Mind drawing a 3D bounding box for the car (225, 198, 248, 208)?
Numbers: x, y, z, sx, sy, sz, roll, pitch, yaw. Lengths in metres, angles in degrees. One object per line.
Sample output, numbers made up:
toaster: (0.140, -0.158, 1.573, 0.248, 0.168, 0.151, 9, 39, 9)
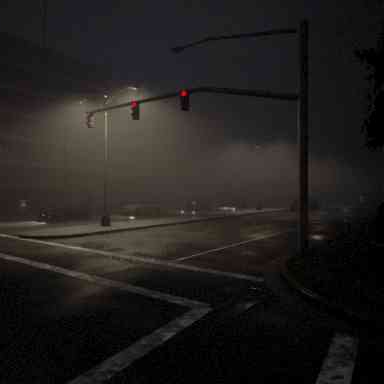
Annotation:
car: (6.616, 1.564, 49.394, 1.994, 1.385, 4.181, 0, 0, 35)

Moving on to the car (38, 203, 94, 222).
car: (-9.974, 1.564, 26.540, 1.994, 1.385, 4.181, 0, 0, 36)

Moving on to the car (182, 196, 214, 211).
car: (0.779, 1.352, 41.364, 2.097, 1.767, 4.553, 0, 0, 36)

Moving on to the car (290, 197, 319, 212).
car: (13.057, 1.352, 38.377, 2.097, 1.767, 4.553, 0, 0, 36)

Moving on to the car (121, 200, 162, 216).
car: (-4.951, 1.524, 33.467, 1.812, 1.442, 4.674, 0, 0, 36)

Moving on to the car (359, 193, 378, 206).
car: (28.732, 1.221, 54.038, 2.150, 2.045, 5.566, 0, 0, 36)
